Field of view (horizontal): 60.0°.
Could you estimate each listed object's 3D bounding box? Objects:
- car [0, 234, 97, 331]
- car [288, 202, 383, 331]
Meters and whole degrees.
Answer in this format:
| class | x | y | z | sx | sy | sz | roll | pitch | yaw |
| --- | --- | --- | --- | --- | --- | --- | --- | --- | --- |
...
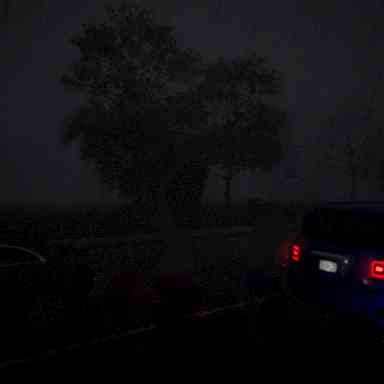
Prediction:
| class | x | y | z | sx | sy | sz | roll | pitch | yaw |
| --- | --- | --- | --- | --- | --- | --- | --- | --- | --- |
| car | -4.039 | 1.479 | 5.285 | 4.902 | 1.511 | 2.128 | 0 | 0 | -35 |
| car | 4.323 | 1.212 | 6.460 | 5.566 | 2.045 | 2.150 | 0 | 0 | -32 |
